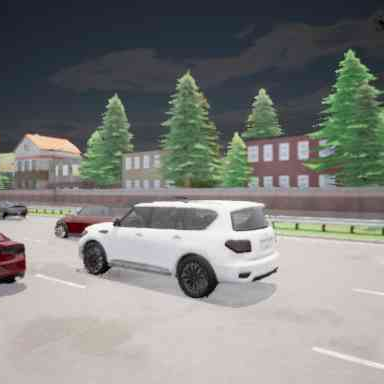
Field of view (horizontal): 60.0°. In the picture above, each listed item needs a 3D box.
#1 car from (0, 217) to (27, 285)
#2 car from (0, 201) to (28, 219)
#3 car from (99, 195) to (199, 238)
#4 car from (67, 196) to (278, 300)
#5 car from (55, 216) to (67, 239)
[{"bbox_3d":[-6.166,1.482,8.382,5.008,1.535,1.882,0,0,36],"label":"car"},{"bbox_3d":[-15.897,1.506,28.227,4.902,1.511,2.128,0,0,36],"label":"car"},{"bbox_3d":[-2.535,1.228,18.696,5.566,2.045,2.150,0,0,36],"label":"car"},{"bbox_3d":[-0.583,1.226,8.688,5.566,2.045,2.150,0,0,36],"label":"car"},{"bbox_3d":[-4.456,1.358,15.764,4.553,1.767,2.097,0,0,36],"label":"car"}]
